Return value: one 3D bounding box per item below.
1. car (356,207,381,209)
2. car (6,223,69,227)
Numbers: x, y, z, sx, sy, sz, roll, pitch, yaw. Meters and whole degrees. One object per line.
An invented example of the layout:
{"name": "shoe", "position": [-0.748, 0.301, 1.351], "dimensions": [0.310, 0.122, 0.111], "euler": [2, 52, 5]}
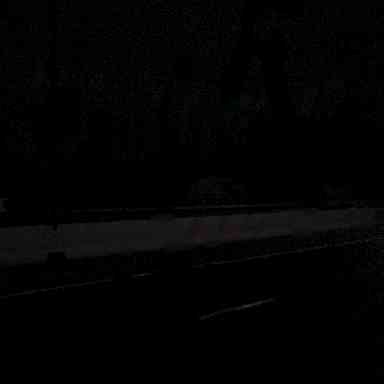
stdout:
{"name": "car", "position": [20.445, 1.584, 38.913], "dimensions": [4.902, 1.511, 2.128], "euler": [0, 0, -34]}
{"name": "car", "position": [-8.239, 1.557, 15.204], "dimensions": [5.008, 1.535, 1.882], "euler": [0, 0, -34]}
